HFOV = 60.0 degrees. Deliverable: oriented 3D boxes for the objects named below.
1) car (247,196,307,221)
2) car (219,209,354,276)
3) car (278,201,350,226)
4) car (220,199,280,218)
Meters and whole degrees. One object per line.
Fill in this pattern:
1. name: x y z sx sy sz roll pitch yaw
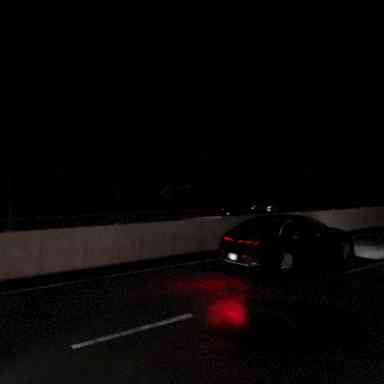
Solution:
1. car: 6.677 1.205 25.948 4.553 1.767 2.097 -1 0 -35
2. car: 3.050 1.445 10.221 4.892 1.490 1.837 -1 0 -35
3. car: 8.498 1.402 22.953 5.357 1.411 2.033 -1 0 -35
4. car: 5.134 1.397 29.151 5.357 1.411 2.033 0 0 -35
